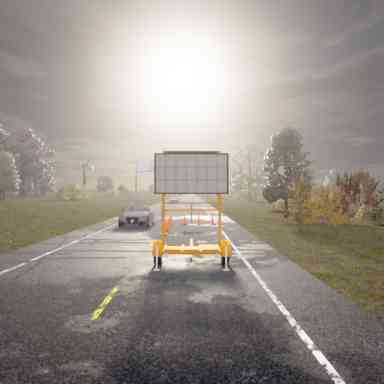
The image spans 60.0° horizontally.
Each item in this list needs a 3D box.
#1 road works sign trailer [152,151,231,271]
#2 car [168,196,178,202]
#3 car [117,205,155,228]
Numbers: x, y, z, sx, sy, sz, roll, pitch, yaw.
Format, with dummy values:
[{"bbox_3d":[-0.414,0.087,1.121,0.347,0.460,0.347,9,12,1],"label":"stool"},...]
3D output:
[{"bbox_3d":[-0.016,0.465,10.902,2.380,3.560,2.880,0,0,0],"label":"road works sign trailer"},{"bbox_3d":[-3.639,1.567,64.238,1.812,1.442,4.674,0,0,0],"label":"car"},{"bbox_3d":[-3.634,1.568,22.224,1.994,1.385,4.181,0,0,0],"label":"car"}]
